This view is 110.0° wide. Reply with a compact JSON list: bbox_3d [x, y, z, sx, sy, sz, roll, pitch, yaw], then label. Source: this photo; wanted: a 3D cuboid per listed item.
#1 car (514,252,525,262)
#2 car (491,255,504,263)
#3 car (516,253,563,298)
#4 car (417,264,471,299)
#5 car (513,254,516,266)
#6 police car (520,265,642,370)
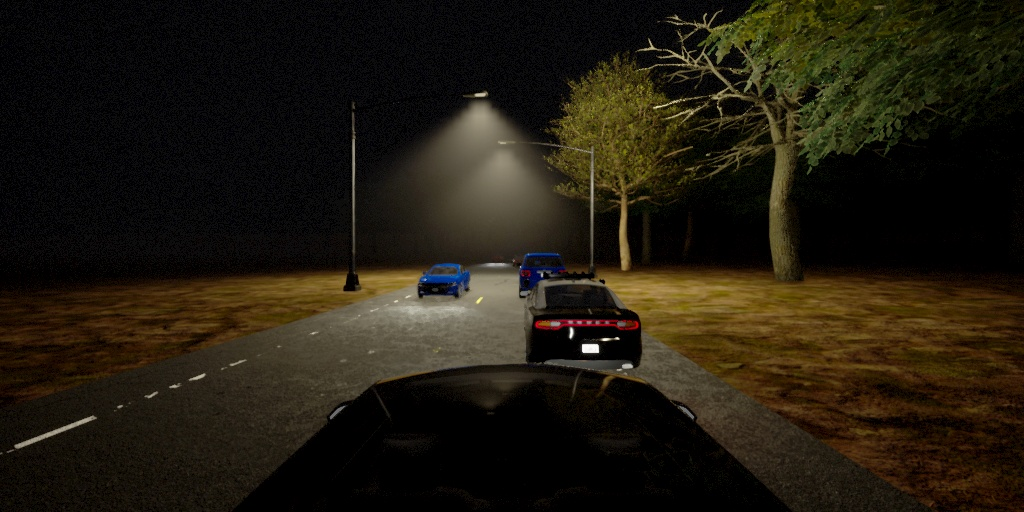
[{"bbox_3d":[1.314,0.186,62.302,1.837,1.490,4.892,0,2,1],"label":"car"},{"bbox_3d":[-2.346,0.423,58.843,1.895,1.301,4.718,0,2,1],"label":"car"},{"bbox_3d":[1.424,0.888,17.800,2.150,2.045,5.566,0,1,1],"label":"car"},{"bbox_3d":[-3.226,1.143,17.779,1.882,1.535,5.008,0,1,1],"label":"car"},{"bbox_3d":[1.069,0.676,49.636,2.033,1.411,5.357,0,2,2],"label":"car"},{"bbox_3d":[1.215,1.159,7.887,1.930,1.638,5.238,0,0,1],"label":"police car"}]
